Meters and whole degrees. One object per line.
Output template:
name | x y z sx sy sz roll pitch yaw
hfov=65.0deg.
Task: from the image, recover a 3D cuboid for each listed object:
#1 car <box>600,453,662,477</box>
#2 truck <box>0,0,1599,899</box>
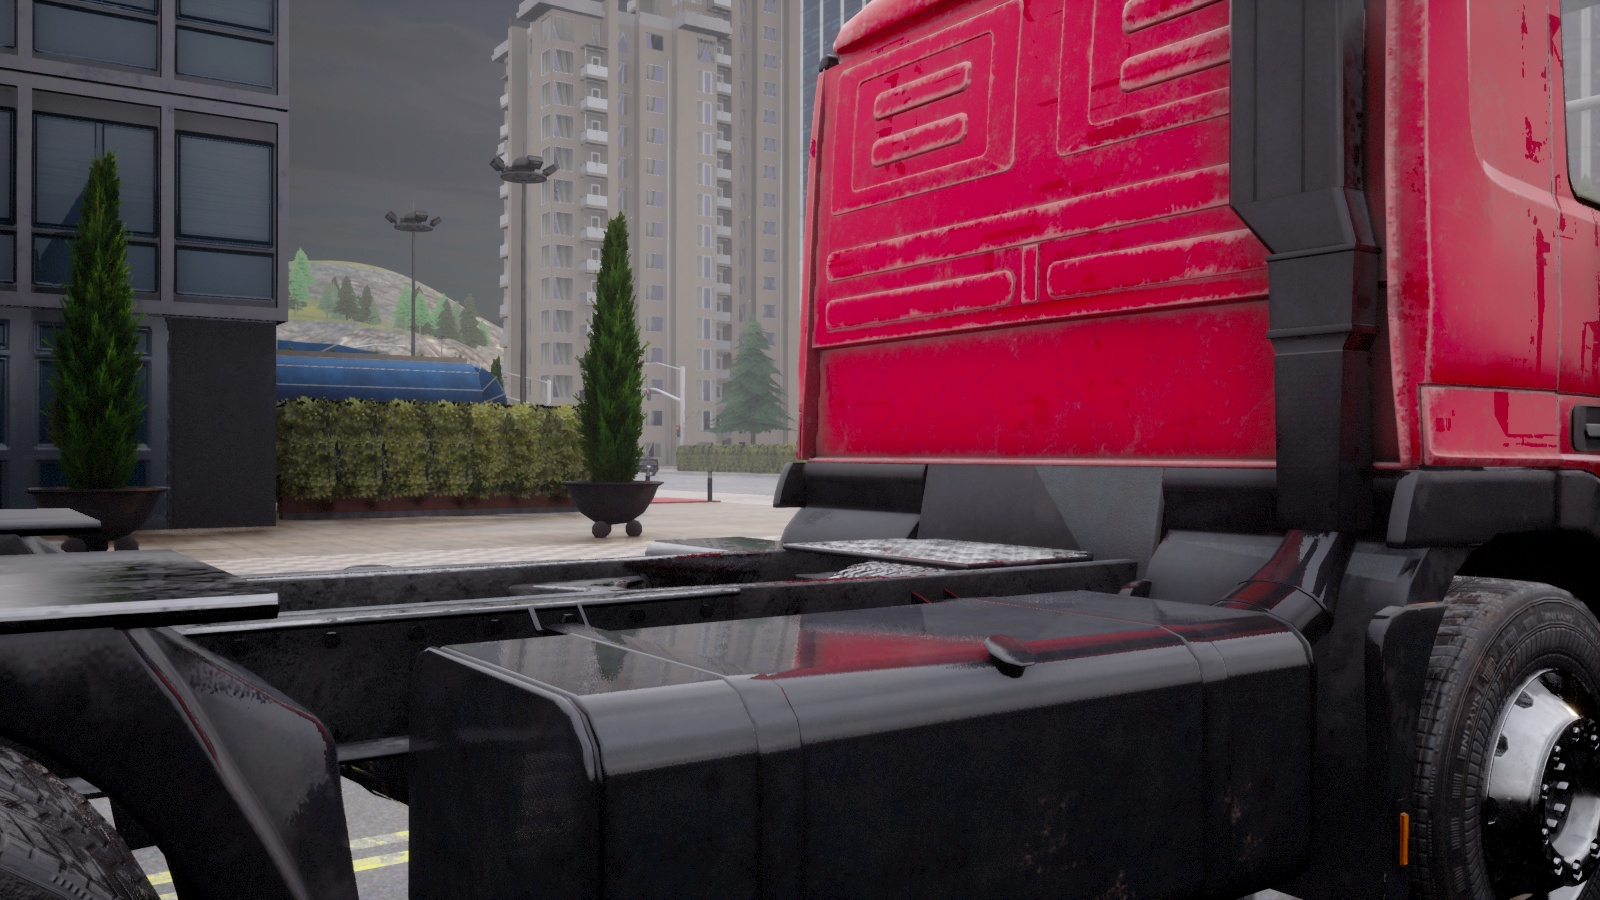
car | -10.939 0.944 81.072 1.882 1.535 5.008 0 0 -35
truck | -0.663 -0.228 3.201 7.936 3.462 2.891 0 0 -35
